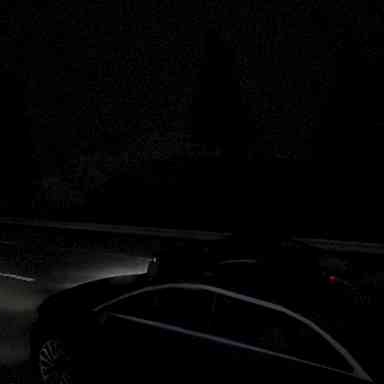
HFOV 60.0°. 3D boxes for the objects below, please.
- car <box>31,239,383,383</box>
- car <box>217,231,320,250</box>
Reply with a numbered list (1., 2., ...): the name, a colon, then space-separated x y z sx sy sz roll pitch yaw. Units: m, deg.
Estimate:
1. car: 0.283 1.476 3.459 4.902 1.511 2.128 0 0 34
2. car: 1.068 1.534 7.047 4.181 1.385 1.994 0 0 33
